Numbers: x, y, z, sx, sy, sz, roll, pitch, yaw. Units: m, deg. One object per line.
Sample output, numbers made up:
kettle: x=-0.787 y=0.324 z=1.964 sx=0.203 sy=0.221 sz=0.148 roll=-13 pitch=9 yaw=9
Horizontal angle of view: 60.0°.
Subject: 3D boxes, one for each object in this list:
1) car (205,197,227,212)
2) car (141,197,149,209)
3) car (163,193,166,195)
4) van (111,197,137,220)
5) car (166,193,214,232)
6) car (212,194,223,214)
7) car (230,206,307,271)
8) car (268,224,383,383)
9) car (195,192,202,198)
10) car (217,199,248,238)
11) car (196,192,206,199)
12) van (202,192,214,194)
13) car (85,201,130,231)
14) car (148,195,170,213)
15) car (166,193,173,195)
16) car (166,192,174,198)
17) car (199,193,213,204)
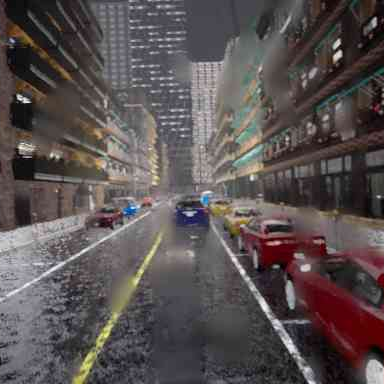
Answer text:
car: x=2.261 y=1.184 z=32.792 sx=1.802 sy=1.307 sz=4.206 roll=-2 pitch=0 yaw=-1
car: x=-5.726 y=1.397 z=44.086 sx=1.887 sy=1.381 sz=4.507 roll=-2 pitch=0 yaw=-1
car: x=-5.838 y=1.309 z=55.465 sx=1.887 sy=1.381 sz=4.507 roll=-2 pitch=0 yaw=-1
van: x=-5.563 y=1.331 z=27.015 sx=1.690 sy=1.788 sz=3.998 roll=-2 pitch=1 yaw=-1
car: x=-0.118 y=1.174 z=19.276 sx=2.097 sy=1.767 sz=4.553 roll=-2 pitch=0 yaw=0
car: x=2.314 y=1.173 z=27.272 sx=1.752 sy=1.417 sz=4.829 roll=-2 pitch=0 yaw=-1
car: x=2.486 y=1.341 z=10.036 sx=1.887 sy=1.381 sz=4.507 roll=-2 pitch=1 yaw=-1
car: x=2.543 y=1.392 z=4.347 sx=1.887 sy=1.381 sz=4.507 roll=-2 pitch=1 yaw=-1
car: x=1.698 y=0.764 z=89.685 sx=1.802 sy=1.307 sz=4.206 roll=-2 pitch=0 yaw=-1
car: x=2.427 y=1.269 z=15.895 sx=1.752 sy=1.417 sz=4.829 roll=-2 pitch=1 yaw=-1
car: x=1.861 y=0.738 z=72.615 sx=1.967 sy=1.590 sz=4.097 roll=-2 pitch=0 yaw=-1
van: x=2.140 y=0.853 z=44.168 sx=1.690 sy=1.788 sz=3.998 roll=-2 pitch=0 yaw=-1
car: x=-5.500 y=1.582 z=21.329 sx=1.887 sy=1.381 sz=4.507 roll=-2 pitch=1 yaw=-1
car: x=-3.074 y=1.344 z=34.449 sx=1.812 sy=1.442 sz=4.674 roll=-2 pitch=0 yaw=-1
car: x=-6.067 y=1.039 z=78.221 sx=1.967 sy=1.590 sz=4.097 roll=-2 pitch=0 yaw=-1
car: x=-6.236 y=0.926 z=95.290 sx=1.967 sy=1.590 sz=4.097 roll=-2 pitch=0 yaw=-1
car: x=2.088 y=0.991 z=50.030 sx=1.752 sy=1.417 sz=4.829 roll=-2 pitch=0 yaw=-1
